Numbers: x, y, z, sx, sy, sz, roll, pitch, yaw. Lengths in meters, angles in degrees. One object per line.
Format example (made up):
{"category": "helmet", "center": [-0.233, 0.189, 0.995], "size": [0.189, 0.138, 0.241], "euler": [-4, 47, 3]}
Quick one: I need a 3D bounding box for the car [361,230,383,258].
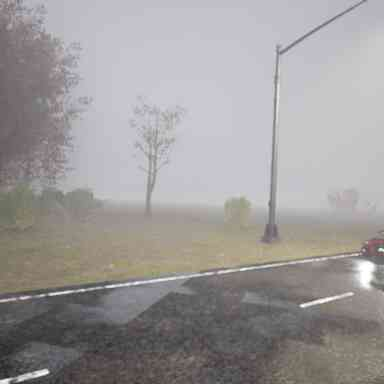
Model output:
{"category": "car", "center": [9.045, 2.158, 14.104], "size": [4.181, 1.385, 1.994], "euler": [3, -1, -35]}
